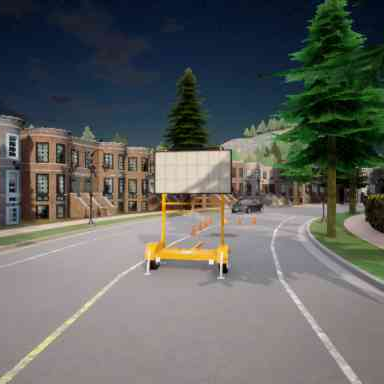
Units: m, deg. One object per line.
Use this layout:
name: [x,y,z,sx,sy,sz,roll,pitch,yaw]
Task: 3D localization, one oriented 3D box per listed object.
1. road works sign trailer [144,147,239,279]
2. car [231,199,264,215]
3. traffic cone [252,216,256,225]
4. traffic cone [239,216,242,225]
road works sign trailer: [0.057,0.464,10.180,2.380,3.560,2.880,0,0,12]
car: [5.762,1.505,34.180,1.837,1.490,4.892,-1,0,36]
traffic cone: [4.240,1.955,22.582,0.340,0.580,0.340,0,0,12]
traffic cone: [3.263,1.954,22.789,0.340,0.580,0.340,0,0,12]
